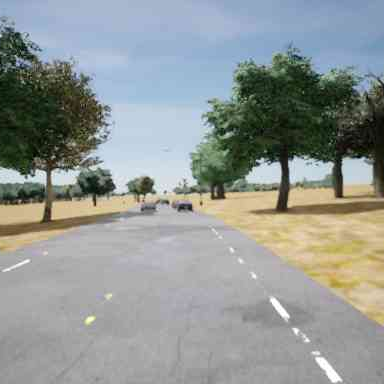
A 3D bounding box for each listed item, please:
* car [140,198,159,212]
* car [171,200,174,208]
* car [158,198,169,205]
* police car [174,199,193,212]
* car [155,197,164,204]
[{"bbox_3d":[-5.724,1.868,43.996,1.994,1.385,4.181,0,-1,-5],"label":"car"},{"bbox_3d":[-1.939,1.964,52.824,1.812,1.442,4.674,0,-1,-6],"label":"car"},{"bbox_3d":[-6.218,2.232,76.881,1.837,1.490,4.892,0,-1,-9],"label":"car"},{"bbox_3d":[-0.940,1.713,42.929,1.930,1.638,5.238,0,-1,-5],"label":"police car"},{"bbox_3d":[-9.012,2.403,92.768,2.097,1.767,4.553,0,-2,-12],"label":"car"}]
